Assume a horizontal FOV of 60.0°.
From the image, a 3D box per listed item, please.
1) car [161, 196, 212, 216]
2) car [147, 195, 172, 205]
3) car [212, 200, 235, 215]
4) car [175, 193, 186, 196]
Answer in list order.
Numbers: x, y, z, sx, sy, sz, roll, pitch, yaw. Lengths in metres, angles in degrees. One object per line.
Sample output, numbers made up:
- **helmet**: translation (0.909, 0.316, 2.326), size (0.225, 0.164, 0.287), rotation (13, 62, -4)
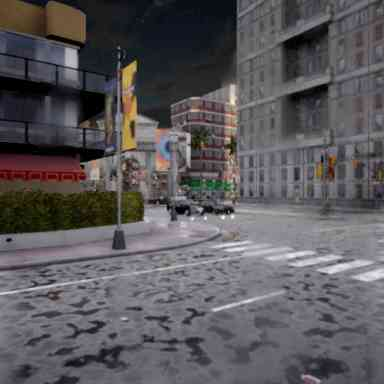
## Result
- **car**: translation (-0.645, 1.479, 32.190), size (2.128, 1.511, 4.902), rotation (0, 0, -35)
- **car**: translation (-6.266, 1.485, 59.597), size (1.837, 1.490, 4.892), rotation (0, 0, -44)
- **car**: translation (2.038, 1.533, 34.455), size (2.033, 1.411, 5.357), rotation (0, 0, -35)
- **car**: translation (-2.554, 1.198, 62.281), size (2.150, 2.045, 5.566), rotation (0, 0, -15)
